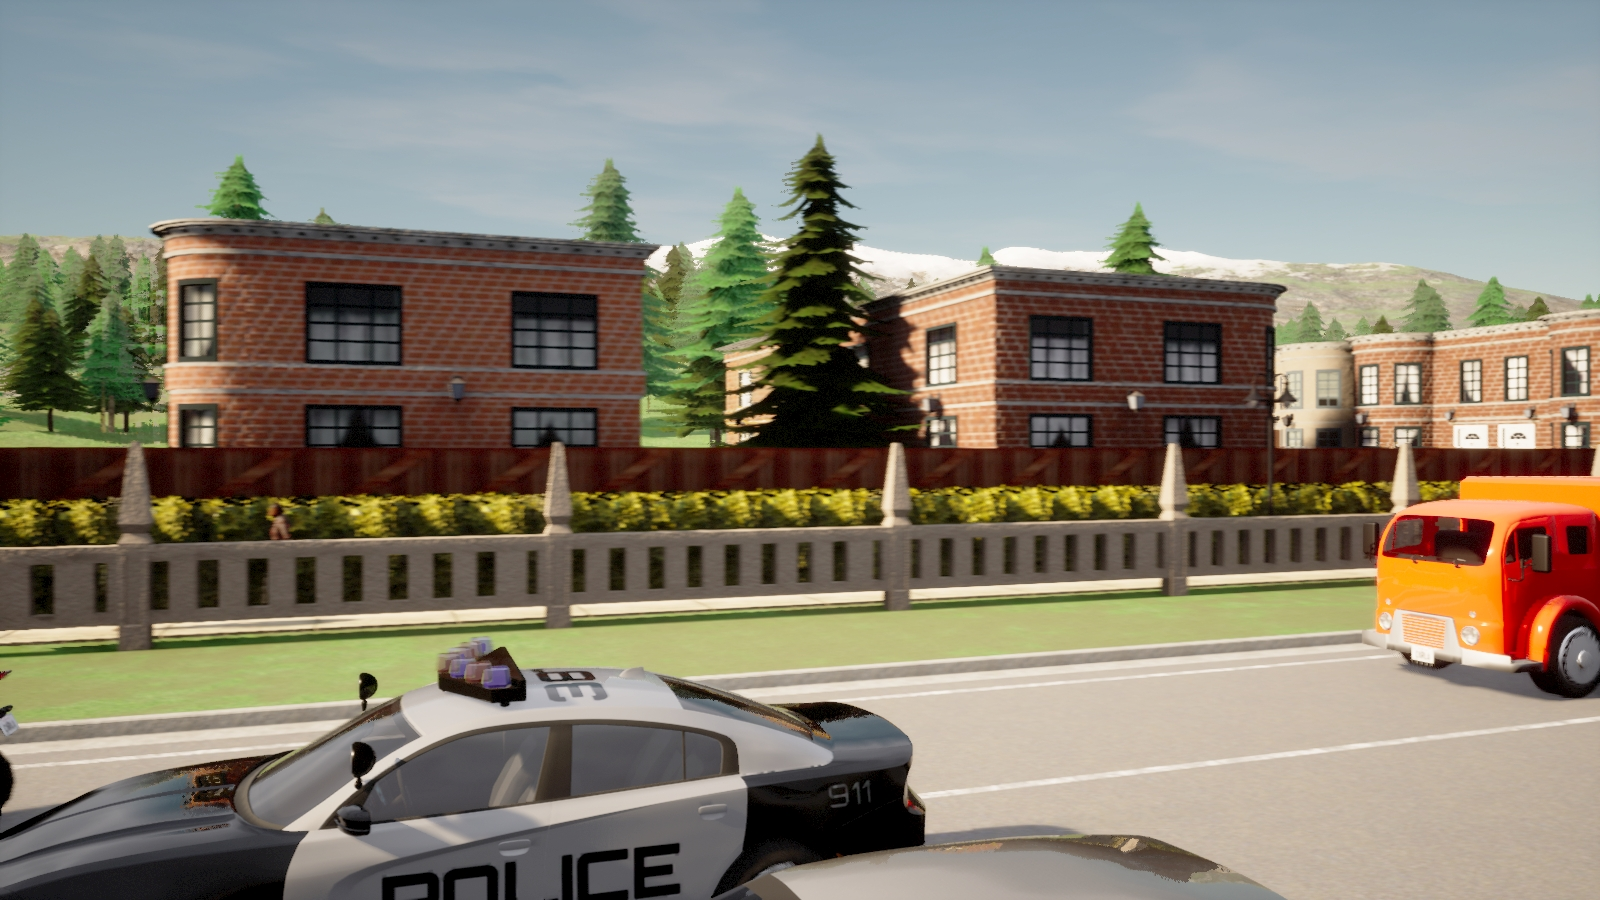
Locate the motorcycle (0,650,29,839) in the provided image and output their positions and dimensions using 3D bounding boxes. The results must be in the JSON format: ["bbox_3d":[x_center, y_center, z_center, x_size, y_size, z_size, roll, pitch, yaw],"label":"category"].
[{"bbox_3d":[-6.961,2.205,8.215,2.209,1.251,0.867,0,0,-20],"label":"motorcycle"}]

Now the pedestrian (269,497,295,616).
[{"bbox_3d":[-8.288,1.698,18.286,0.375,1.860,0.375,0,0,-23],"label":"pedestrian"}]

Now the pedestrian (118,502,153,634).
[{"bbox_3d":[-9.595,1.697,16.510,0.375,1.860,0.375,0,0,-20],"label":"pedestrian"}]

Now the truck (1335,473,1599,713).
[{"bbox_3d":[9.749,1.568,14.296,5.204,2.467,2.627,0,0,-20],"label":"truck"}]

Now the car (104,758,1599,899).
[{"bbox_3d":[0.178,2.065,3.365,4.193,1.474,1.816,0,0,-20],"label":"car"}]

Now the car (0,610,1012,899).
[{"bbox_3d":[-1.644,1.982,6.424,5.238,1.638,2.097,0,0,-20],"label":"car"}]
